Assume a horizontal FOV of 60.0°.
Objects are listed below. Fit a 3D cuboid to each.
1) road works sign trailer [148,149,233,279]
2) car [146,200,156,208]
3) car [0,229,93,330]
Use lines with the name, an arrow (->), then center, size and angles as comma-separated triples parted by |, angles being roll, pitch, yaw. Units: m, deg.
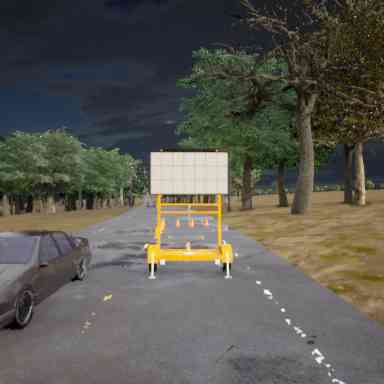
road works sign trailer -> -0.085, 0.493, 10.163 | 2.380, 3.560, 2.880 | 0, 0, -2
car -> -8.300, 2.467, 67.586 | 2.128, 1.511, 4.902 | 0, -2, -8
car -> -3.675, 1.561, 7.153 | 2.033, 1.411, 5.357 | 0, 0, -1
